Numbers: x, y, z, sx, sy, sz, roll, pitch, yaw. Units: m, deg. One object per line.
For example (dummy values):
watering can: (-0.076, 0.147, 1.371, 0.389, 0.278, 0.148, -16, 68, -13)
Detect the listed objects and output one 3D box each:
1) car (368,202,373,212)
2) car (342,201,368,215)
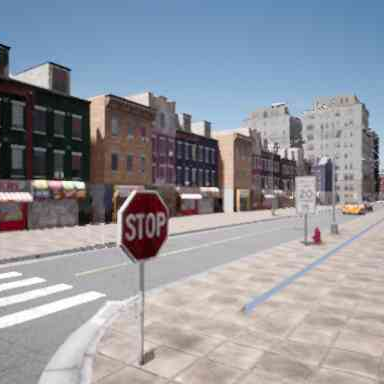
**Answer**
car: (26.016, 2.200, 50.183, 1.812, 1.442, 4.674, 0, -1, 34)
car: (20.382, 1.913, 41.905, 2.097, 1.767, 4.553, 0, -1, 34)
